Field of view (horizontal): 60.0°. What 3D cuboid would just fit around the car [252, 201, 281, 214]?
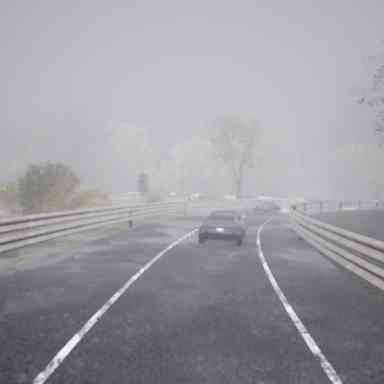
[{"bbox_3d":[8.735,1.724,38.556,2.033,1.411,5.357,2,0,32],"label":"car"}]

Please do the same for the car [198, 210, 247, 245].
[{"bbox_3d":[1.566,1.556,15.862,1.994,1.385,4.181,2,0,11],"label":"car"}]
